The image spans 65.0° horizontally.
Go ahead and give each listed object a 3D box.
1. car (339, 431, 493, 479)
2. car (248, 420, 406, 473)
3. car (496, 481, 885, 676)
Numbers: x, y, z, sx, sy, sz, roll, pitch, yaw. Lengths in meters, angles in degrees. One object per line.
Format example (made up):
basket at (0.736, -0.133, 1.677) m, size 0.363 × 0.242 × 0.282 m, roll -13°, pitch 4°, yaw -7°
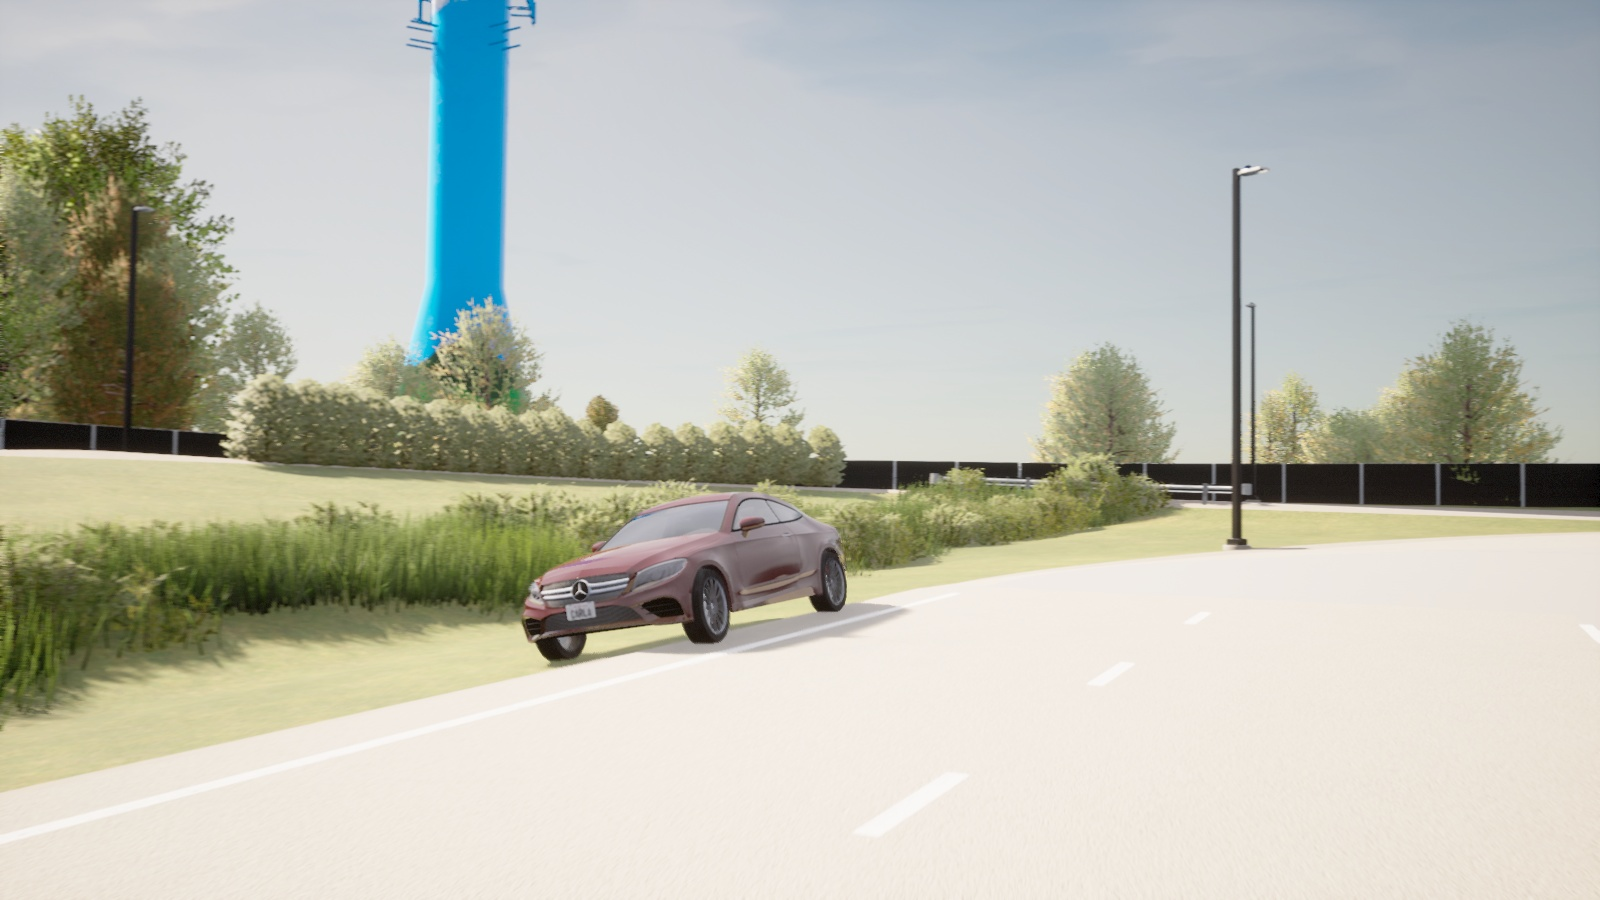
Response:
car at (-14.671, 0.230, 48.231) m, size 5.366 × 1.575 × 1.801 m, roll 4°, pitch -4°, yaw -42°
car at (-15.553, -0.057, 41.539) m, size 1.812 × 1.442 × 4.674 m, roll -1°, pitch -4°, yaw 32°
car at (-0.880, 1.203, 13.127) m, size 1.812 × 1.442 × 4.674 m, roll -11°, pitch -6°, yaw 24°
